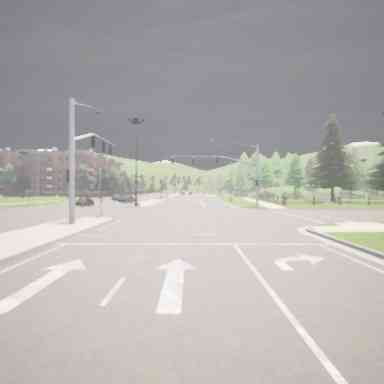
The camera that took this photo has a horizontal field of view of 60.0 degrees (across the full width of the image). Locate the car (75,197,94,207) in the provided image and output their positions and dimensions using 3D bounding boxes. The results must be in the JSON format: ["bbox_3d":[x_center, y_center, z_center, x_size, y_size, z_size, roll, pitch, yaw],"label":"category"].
[{"bbox_3d":[-14.994,1.360,45.824,1.994,1.385,4.181,0,1,0],"label":"car"}]

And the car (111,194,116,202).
[{"bbox_3d":[-14.991,1.180,66.968,1.812,1.442,4.674,0,0,0],"label":"car"}]

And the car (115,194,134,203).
[{"bbox_3d":[-11.514,1.245,58.793,2.033,1.411,5.357,0,0,1],"label":"car"}]
